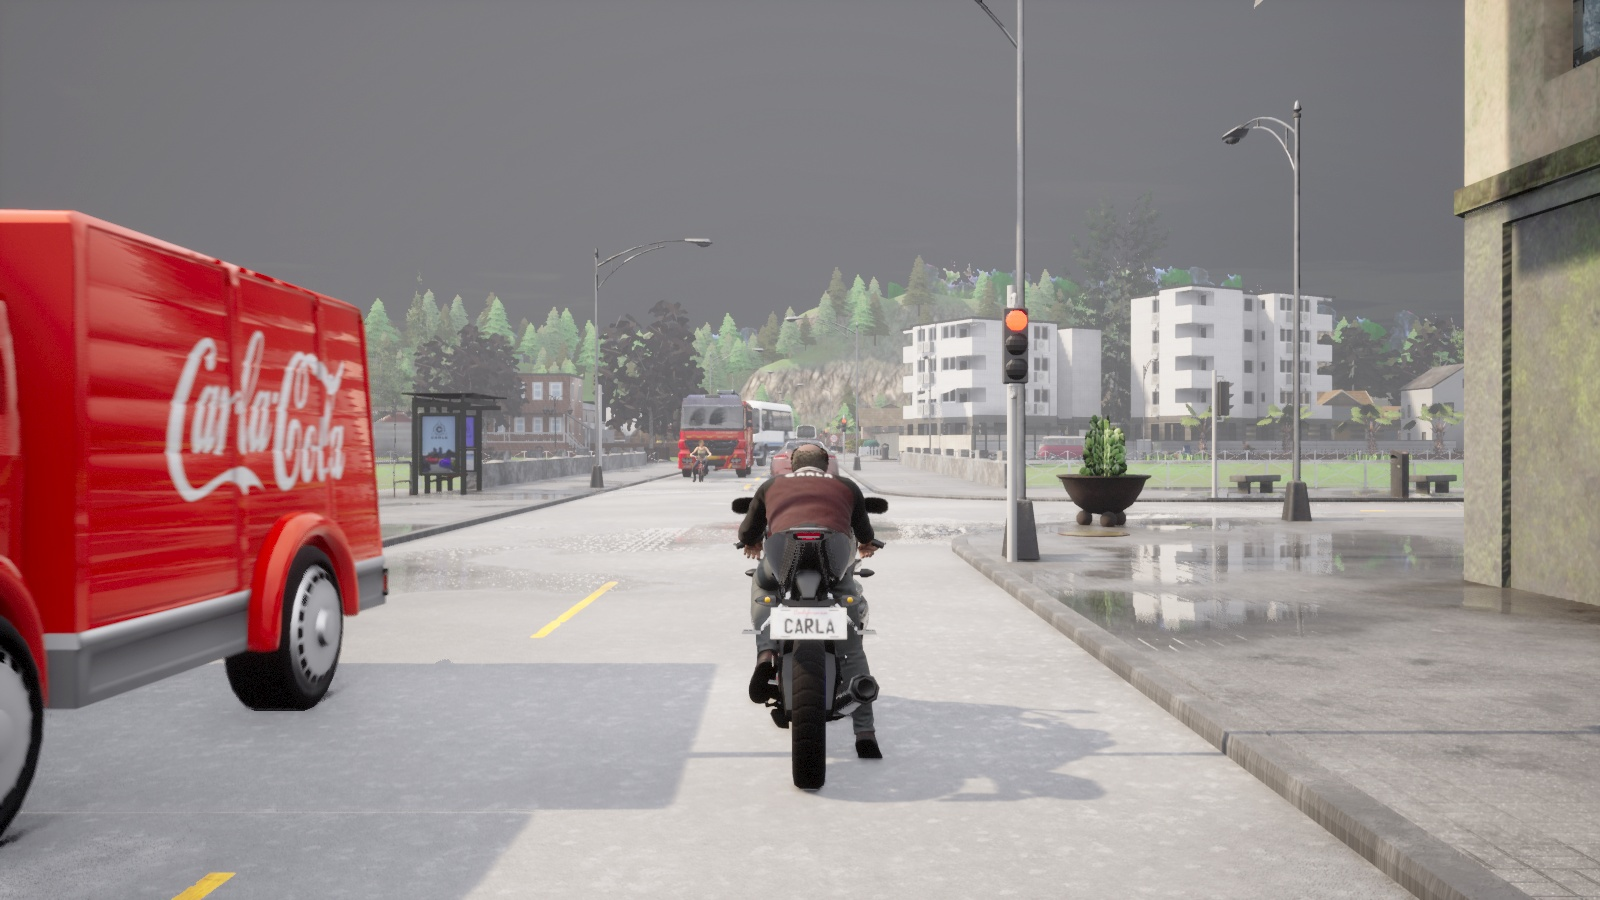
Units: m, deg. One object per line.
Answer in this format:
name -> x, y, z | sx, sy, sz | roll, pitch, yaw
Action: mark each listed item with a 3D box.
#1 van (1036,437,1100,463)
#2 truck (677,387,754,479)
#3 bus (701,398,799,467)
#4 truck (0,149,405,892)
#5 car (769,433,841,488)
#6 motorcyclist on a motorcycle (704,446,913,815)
van -> 20.241, -0.021, 95.067 | 4.442, 1.987, 1.775 | 0, 0, 0
truck -> -3.704, -0.742, 56.921 | 2.891, 3.827, 8.468 | 0, 0, 0
bus -> -3.131, -1.103, 83.322 | 3.944, 4.253, 10.273 | 0, 0, 13
truck -> -3.961, 0.224, 5.791 | 2.627, 2.467, 5.204 | 0, 0, 0
car -> 0.117, 0.298, 40.218 | 2.152, 1.651, 5.027 | 0, 0, -1
motorcyclist on a motorcycle -> 0.047, 0.746, 6.323 | 0.866, 1.530, 2.191 | 0, 0, 1
